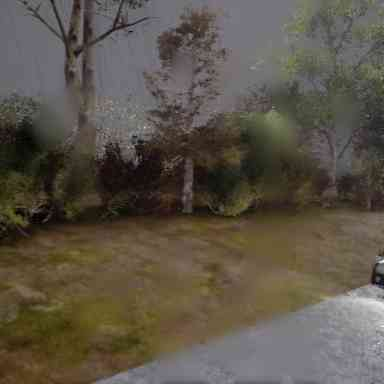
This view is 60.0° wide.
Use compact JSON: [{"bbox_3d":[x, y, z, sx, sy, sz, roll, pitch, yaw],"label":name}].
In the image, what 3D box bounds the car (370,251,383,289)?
[{"bbox_3d":[5.852,1.477,7.541,4.181,1.385,1.994,-1,2,-38],"label":"car"}]
